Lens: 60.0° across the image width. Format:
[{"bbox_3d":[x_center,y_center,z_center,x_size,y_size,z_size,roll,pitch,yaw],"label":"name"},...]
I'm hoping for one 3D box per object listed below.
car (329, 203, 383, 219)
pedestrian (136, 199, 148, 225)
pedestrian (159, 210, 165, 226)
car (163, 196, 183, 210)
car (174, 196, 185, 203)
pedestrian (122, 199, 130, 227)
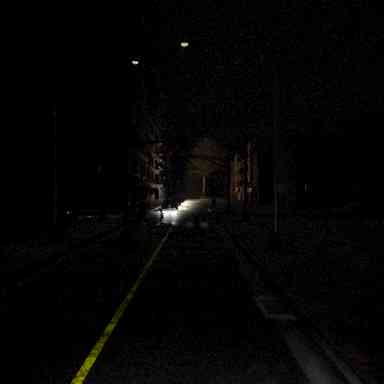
[{"bbox_3d":[14.000,1.576,27.697,4.829,1.417,1.752,0,-1,0],"label":"car"},{"bbox_3d":[-3.344,1.279,22.196,0.375,1.860,0.375,0,0,0],"label":"pedestrian"},{"bbox_3d":[-1.959,1.660,21.584,0.500,1.100,0.500,0,0,0],"label":"pedestrian"},{"bbox_3d":[-2.677,1.440,42.649,2.128,1.511,4.902,0,0,0],"label":"car"},{"bbox_3d":[-2.527,1.477,65.927,1.994,1.385,4.181,0,0,1],"label":"car"},{"bbox_3d":[-4.141,1.281,20.994,0.375,1.860,0.375,0,0,0],"label":"pedestrian"}]
